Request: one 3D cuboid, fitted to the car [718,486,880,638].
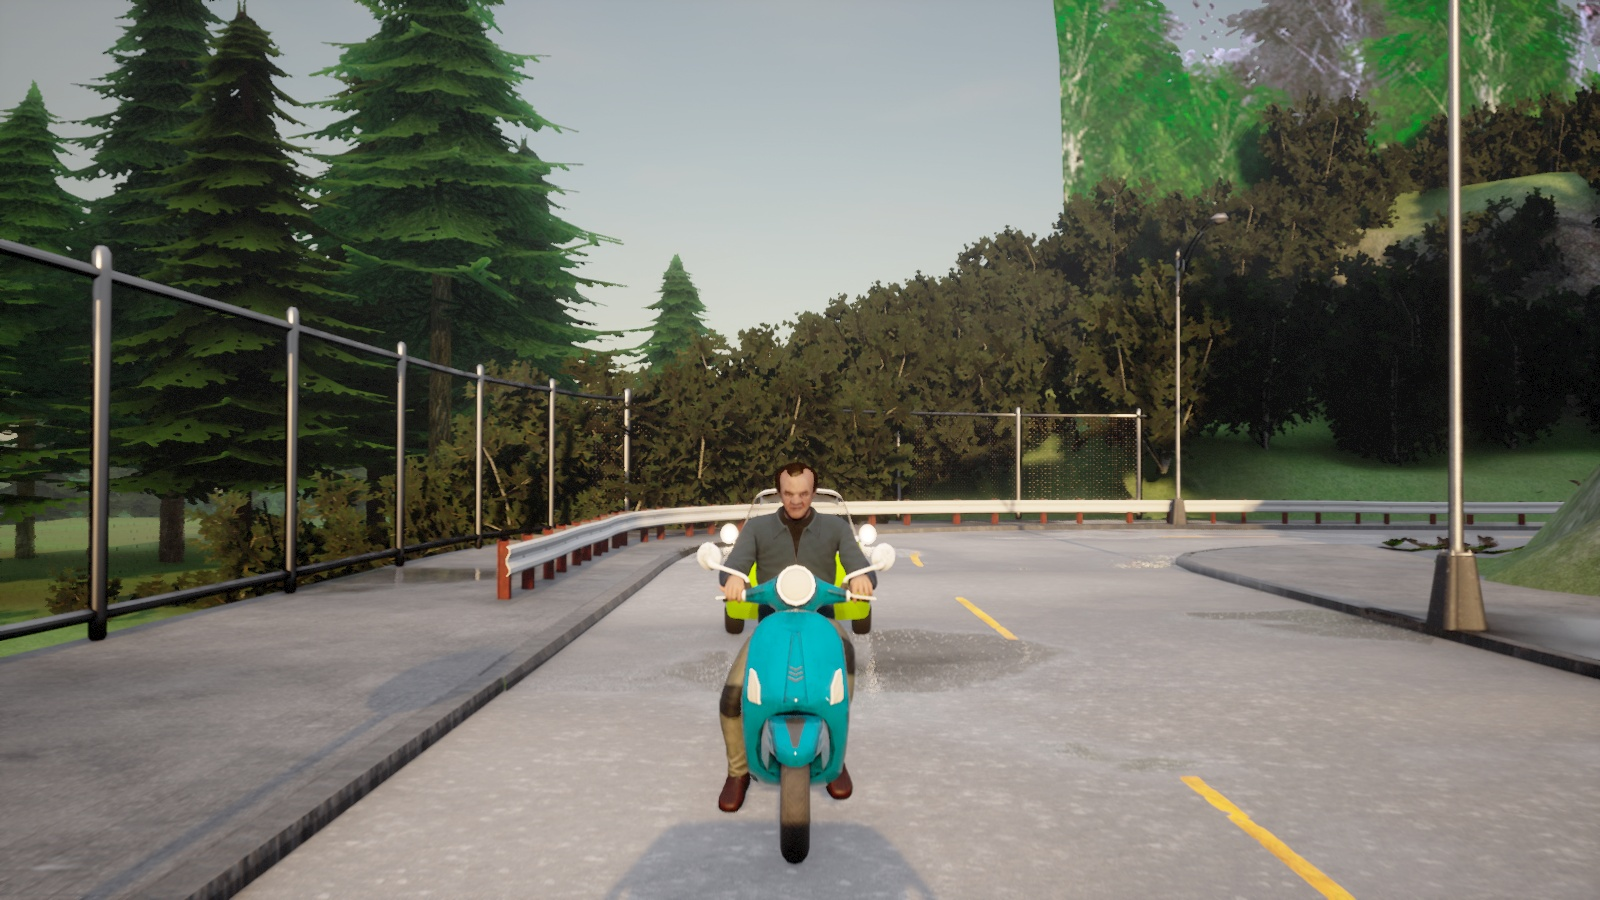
[{"bbox_3d":[-0.004,1.057,12.603,1.481,1.376,2.207,0,-1,0],"label":"car"}]

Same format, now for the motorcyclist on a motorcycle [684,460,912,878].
[{"bbox_3d":[-0.012,0.851,5.712,0.866,1.590,1.817,0,-1,0],"label":"motorcyclist on a motorcycle"}]
